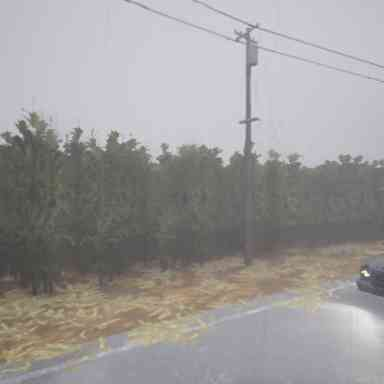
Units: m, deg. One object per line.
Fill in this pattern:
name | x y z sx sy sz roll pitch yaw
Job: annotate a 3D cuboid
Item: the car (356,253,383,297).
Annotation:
car | 5.993 1.532 7.458 5.357 1.411 2.033 0 0 -32
